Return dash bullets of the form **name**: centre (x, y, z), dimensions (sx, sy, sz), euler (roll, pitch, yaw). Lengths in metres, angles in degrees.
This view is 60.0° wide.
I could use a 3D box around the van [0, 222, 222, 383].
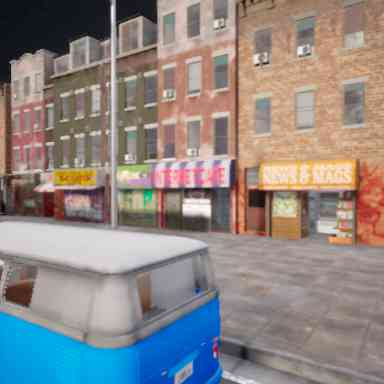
- **van**: centre (-1.621, 1.314, 3.861), dimensions (3.998, 1.788, 1.690), euler (0, 1, 33)
